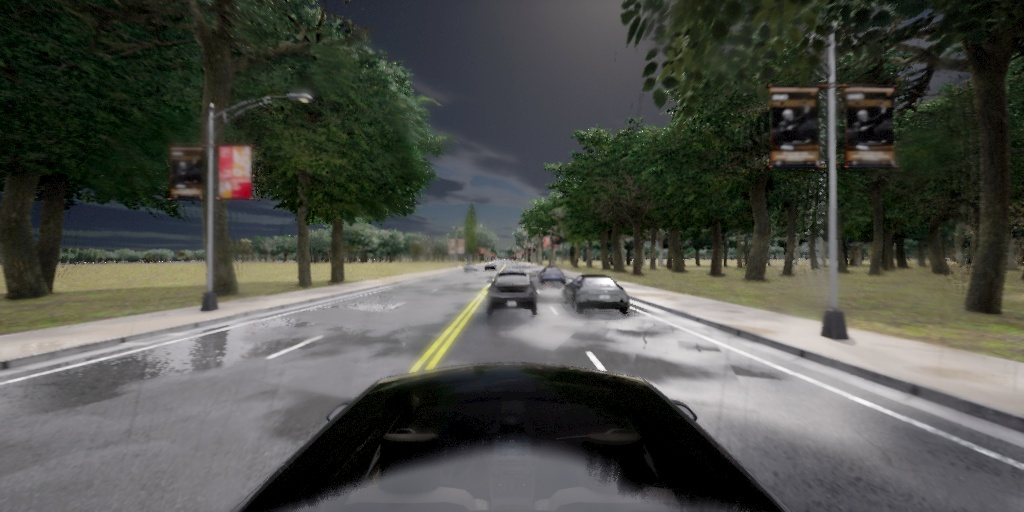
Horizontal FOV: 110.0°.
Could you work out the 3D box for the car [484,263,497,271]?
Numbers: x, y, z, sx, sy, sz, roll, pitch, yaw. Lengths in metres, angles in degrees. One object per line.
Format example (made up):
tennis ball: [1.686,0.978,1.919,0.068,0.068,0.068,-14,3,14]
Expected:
car: [-3.485,1.853,58.774,1.895,1.301,4.718,0,0,0]

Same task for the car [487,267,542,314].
car: [0.034,1.368,14.375,1.837,1.490,4.892,0,0,1]

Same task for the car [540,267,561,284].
car: [3.252,1.561,29.622,1.994,1.385,4.181,0,0,0]

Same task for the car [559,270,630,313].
car: [3.287,1.429,14.625,1.994,1.385,4.181,0,0,1]

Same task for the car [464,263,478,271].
car: [-6.734,1.853,58.749,1.895,1.301,4.718,0,-1,0]
